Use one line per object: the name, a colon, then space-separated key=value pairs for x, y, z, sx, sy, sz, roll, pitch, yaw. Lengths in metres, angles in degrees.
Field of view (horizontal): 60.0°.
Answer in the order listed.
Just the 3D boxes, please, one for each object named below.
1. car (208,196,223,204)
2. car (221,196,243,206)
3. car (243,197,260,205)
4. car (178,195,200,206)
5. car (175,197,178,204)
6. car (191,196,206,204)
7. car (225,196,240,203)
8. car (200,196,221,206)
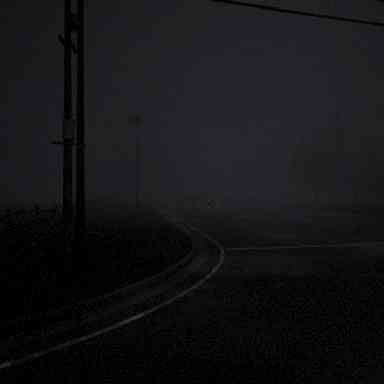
car: x=4.709 y=1.502 z=66.827 sx=1.837 sy=1.490 sz=4.892 roll=0 pitch=0 yaw=-10
car: x=6.467 y=1.545 z=56.433 sx=2.033 sy=1.411 sz=5.357 roll=0 pitch=0 yaw=-10
car: x=9.918 y=1.545 z=57.018 sx=2.033 sy=1.411 sz=5.357 roll=0 pitch=0 yaw=-10
car: x=-0.516 y=1.350 z=55.745 sx=2.097 sy=1.767 sz=4.553 roll=0 pitch=0 yaw=-10
car: x=-2.193 y=1.546 z=65.661 sx=2.033 sy=1.411 sz=5.357 roll=0 pitch=0 yaw=-10
car: x=1.258 y=1.489 z=66.244 sx=2.128 sy=1.511 sz=4.902 roll=0 pitch=0 yaw=-10
car: x=8.160 y=1.523 z=67.410 sx=1.812 sy=1.442 sz=4.674 roll=0 pitch=0 yaw=-10
car: x=2.958 y=1.524 z=56.195 sx=1.812 sy=1.442 sz=4.674 roll=0 pitch=0 yaw=-10
